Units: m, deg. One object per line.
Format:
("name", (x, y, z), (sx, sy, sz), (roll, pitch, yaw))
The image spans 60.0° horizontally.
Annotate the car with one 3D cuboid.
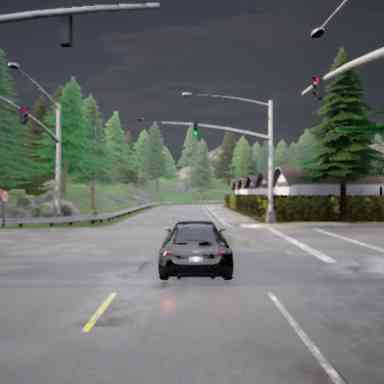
("car", (0.099, 1.562, 10.161), (1.994, 1.385, 4.181), (0, 2, 0))
